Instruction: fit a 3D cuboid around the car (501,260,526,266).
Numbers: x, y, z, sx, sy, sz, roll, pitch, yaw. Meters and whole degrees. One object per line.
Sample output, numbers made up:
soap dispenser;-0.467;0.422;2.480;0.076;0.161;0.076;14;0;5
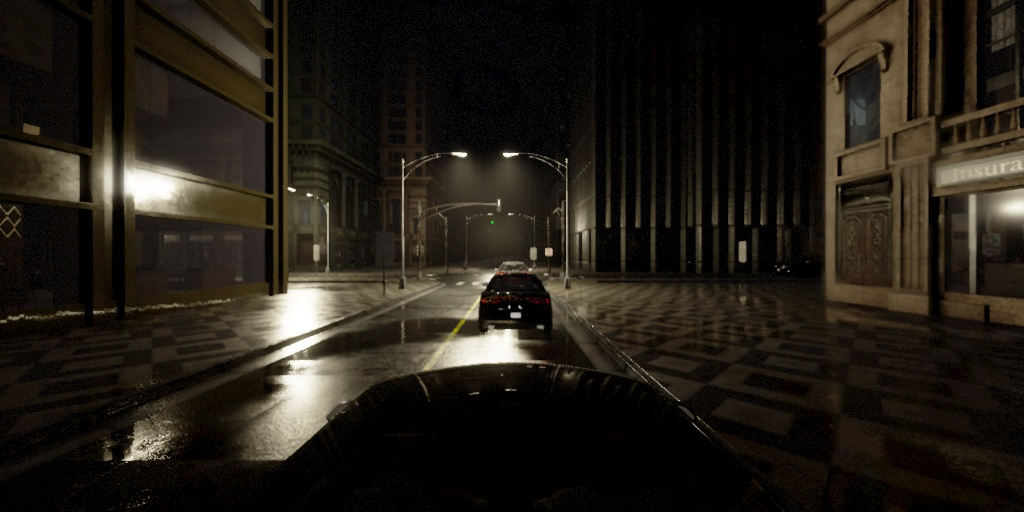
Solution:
car;0.079;1.114;20.245;2.097;1.767;4.553;0;0;0

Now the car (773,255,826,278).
car;28.073;0.956;34.023;5.566;2.045;2.150;0;0;0

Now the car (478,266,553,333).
car;0.091;1.234;10.813;1.882;1.535;5.008;0;0;0

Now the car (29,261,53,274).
car;-44.940;1.195;33.936;5.008;1.535;1.882;0;0;1
